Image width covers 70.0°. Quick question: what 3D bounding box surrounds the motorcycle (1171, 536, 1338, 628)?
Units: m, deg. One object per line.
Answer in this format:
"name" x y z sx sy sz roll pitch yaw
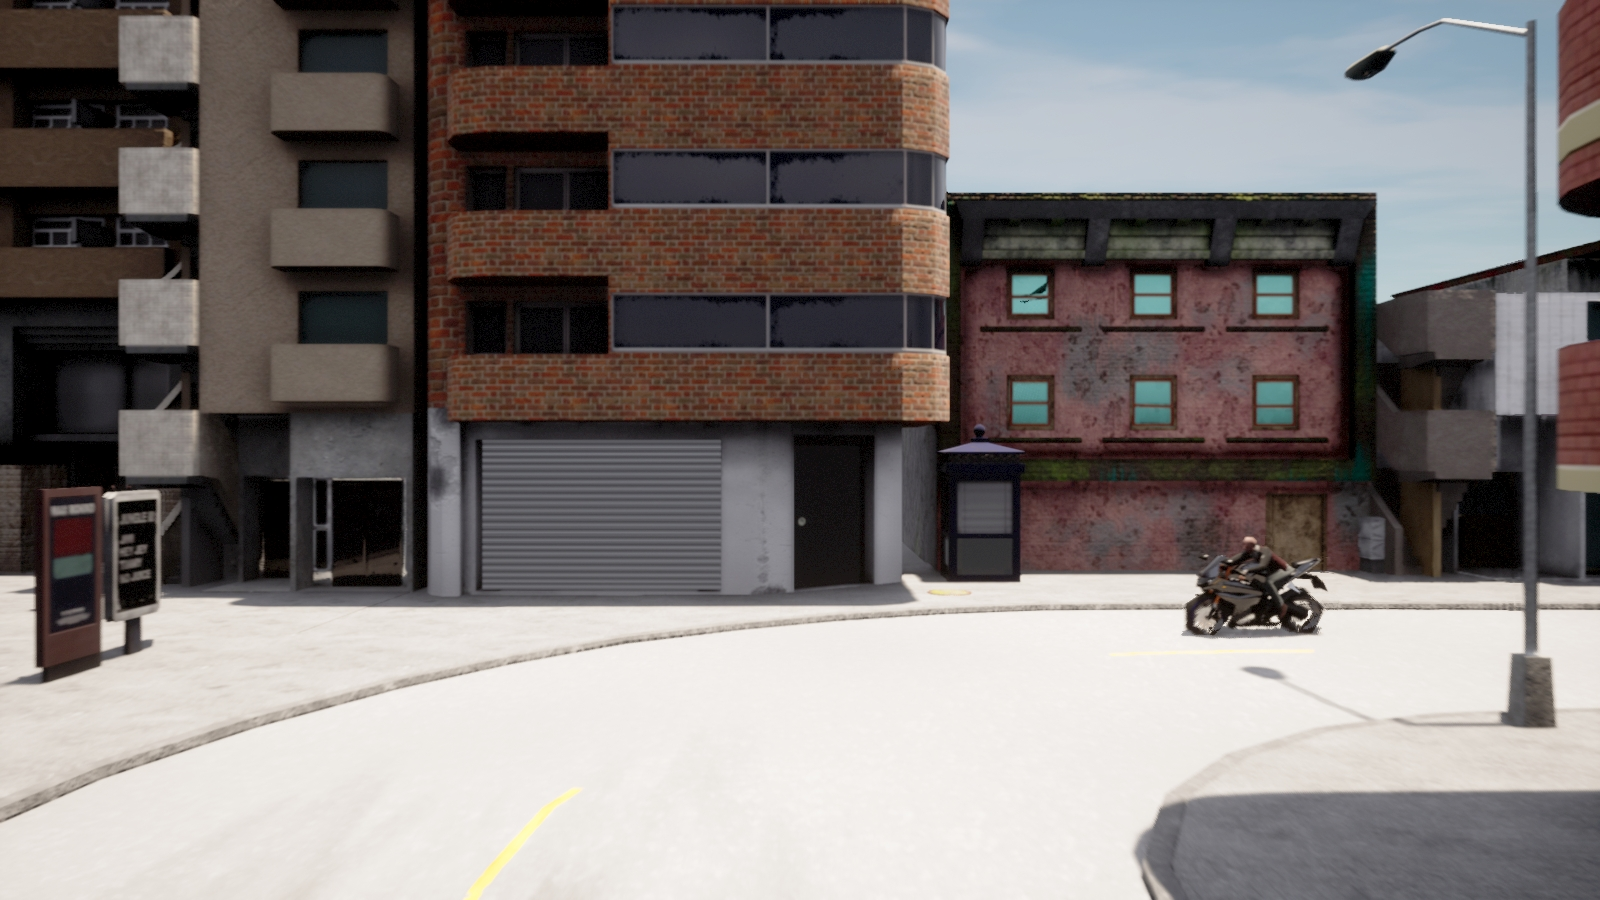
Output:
"motorcycle" 6.878 1.986 17.338 2.209 1.251 0.867 0 0 -8
